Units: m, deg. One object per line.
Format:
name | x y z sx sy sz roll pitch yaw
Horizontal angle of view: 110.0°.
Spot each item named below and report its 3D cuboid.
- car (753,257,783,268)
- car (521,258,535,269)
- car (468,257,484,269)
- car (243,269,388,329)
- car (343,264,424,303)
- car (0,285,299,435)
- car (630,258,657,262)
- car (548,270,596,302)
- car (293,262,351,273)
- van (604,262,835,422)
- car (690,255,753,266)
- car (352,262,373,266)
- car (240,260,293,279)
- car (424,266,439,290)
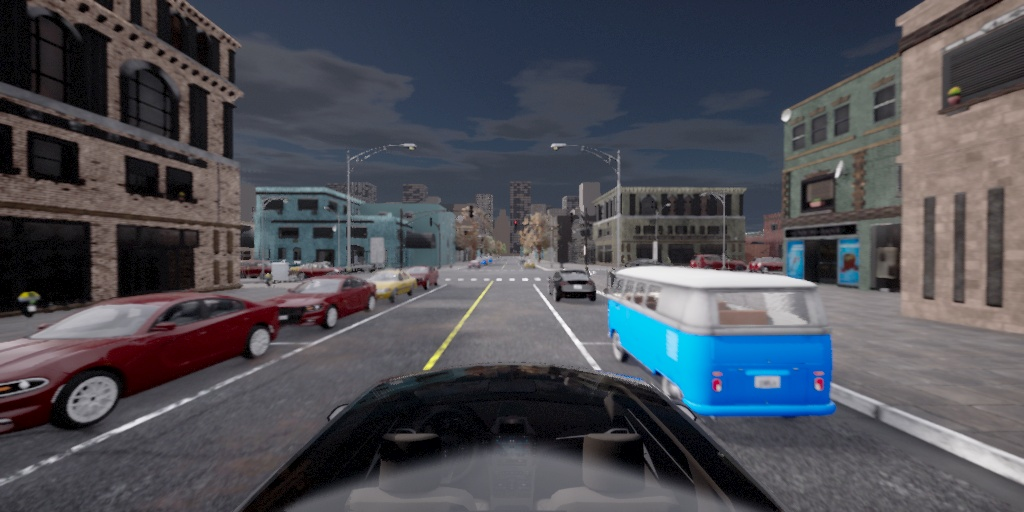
car | 25.490 0.852 34.989 4.097 1.591 1.967 0 0 -1
car | 2.694 1.193 54.945 1.751 1.417 4.829 0 0 0
car | -5.686 1.250 54.775 1.802 1.307 4.207 0 0 0
car | -5.686 1.281 11.168 1.888 1.381 4.507 0 0 0
car | -5.687 1.252 16.542 1.751 1.417 4.829 0 0 0
car | -5.687 1.289 5.624 1.888 1.381 4.507 0 0 0
car | 14.206 0.998 37.470 5.008 1.535 1.882 -1 1 -1
car | 2.695 1.293 16.712 1.948 1.339 4.313 0 0 0
car | -18.069 1.374 34.242 4.097 1.591 1.967 0 0 -1
van | 2.695 1.085 5.624 1.690 1.789 3.998 0 0 0
car | 19.948 0.794 34.890 5.009 1.841 2.192 0 0 -1
car | -18.188 1.414 42.589 4.313 1.339 1.948 0 0 -1
car | -23.722 1.316 34.141 5.009 1.841 2.192 0 0 -1
car | -5.686 1.263 22.256 1.888 1.381 4.507 0 0 0
